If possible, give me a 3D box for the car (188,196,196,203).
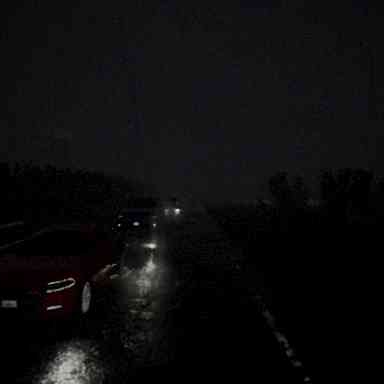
[{"bbox_3d":[-0.008,1.663,74.822,1.882,1.535,5.008,0,0,0],"label":"car"}]

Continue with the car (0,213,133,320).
[{"bbox_3d":[-2.842,1.483,7.686,1.882,1.535,5.008,0,0,0],"label":"car"}]

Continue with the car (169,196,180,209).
[{"bbox_3d":[-2.839,1.435,46.963,2.097,1.767,4.553,0,0,0],"label":"car"}]

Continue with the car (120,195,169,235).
[{"bbox_3d":[-2.786,1.240,19.541,2.150,2.045,5.566,0,0,1],"label":"car"}]
